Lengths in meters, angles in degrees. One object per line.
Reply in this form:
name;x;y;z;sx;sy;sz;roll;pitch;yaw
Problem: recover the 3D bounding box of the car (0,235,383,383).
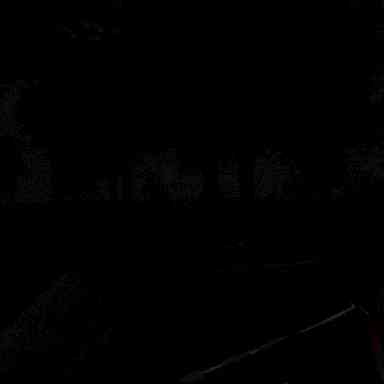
car;-0.483;1.341;2.640;4.553;1.767;2.097;-1;0;-35
